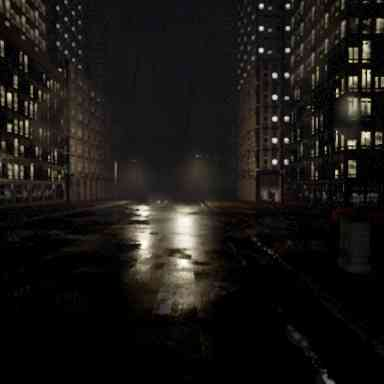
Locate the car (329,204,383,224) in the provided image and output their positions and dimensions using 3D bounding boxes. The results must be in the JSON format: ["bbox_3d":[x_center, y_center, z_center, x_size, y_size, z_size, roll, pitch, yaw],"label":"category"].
[{"bbox_3d":[12.249,1.580,23.287,5.008,1.535,1.882,1,1,-1],"label":"car"}]

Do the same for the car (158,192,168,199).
[{"bbox_3d":[-6.503,0.796,75.431,1.882,1.535,5.008,0,0,0],"label":"car"}]
